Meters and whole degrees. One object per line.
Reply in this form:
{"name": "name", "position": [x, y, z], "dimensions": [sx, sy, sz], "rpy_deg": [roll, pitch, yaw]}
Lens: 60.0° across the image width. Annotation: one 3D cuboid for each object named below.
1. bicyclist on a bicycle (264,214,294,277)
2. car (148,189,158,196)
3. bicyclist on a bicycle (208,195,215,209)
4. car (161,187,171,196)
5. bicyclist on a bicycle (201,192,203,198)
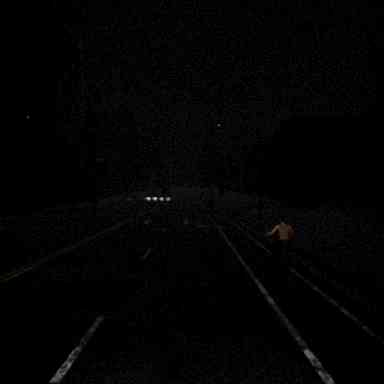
{"name": "bicyclist on a bicycle", "position": [2.485, 1.430, 9.287], "dimensions": [0.866, 1.612, 1.509], "rpy_deg": [0, 0, 0]}
{"name": "car", "position": [-9.736, 0.026, 83.094], "dimensions": [2.097, 1.767, 4.553], "rpy_deg": [0, 1, 0]}
{"name": "bicyclist on a bicycle", "position": [2.248, 1.174, 38.074], "dimensions": [0.866, 1.612, 1.509], "rpy_deg": [0, -2, 0]}
{"name": "car", "position": [-6.486, -0.102, 83.030], "dimensions": [2.150, 2.045, 5.566], "rpy_deg": [0, 1, 0]}
{"name": "bicyclist on a bicycle", "position": [2.264, 0.744, 73.055], "dimensions": [0.582, 1.620, 1.656], "rpy_deg": [0, 1, 0]}
